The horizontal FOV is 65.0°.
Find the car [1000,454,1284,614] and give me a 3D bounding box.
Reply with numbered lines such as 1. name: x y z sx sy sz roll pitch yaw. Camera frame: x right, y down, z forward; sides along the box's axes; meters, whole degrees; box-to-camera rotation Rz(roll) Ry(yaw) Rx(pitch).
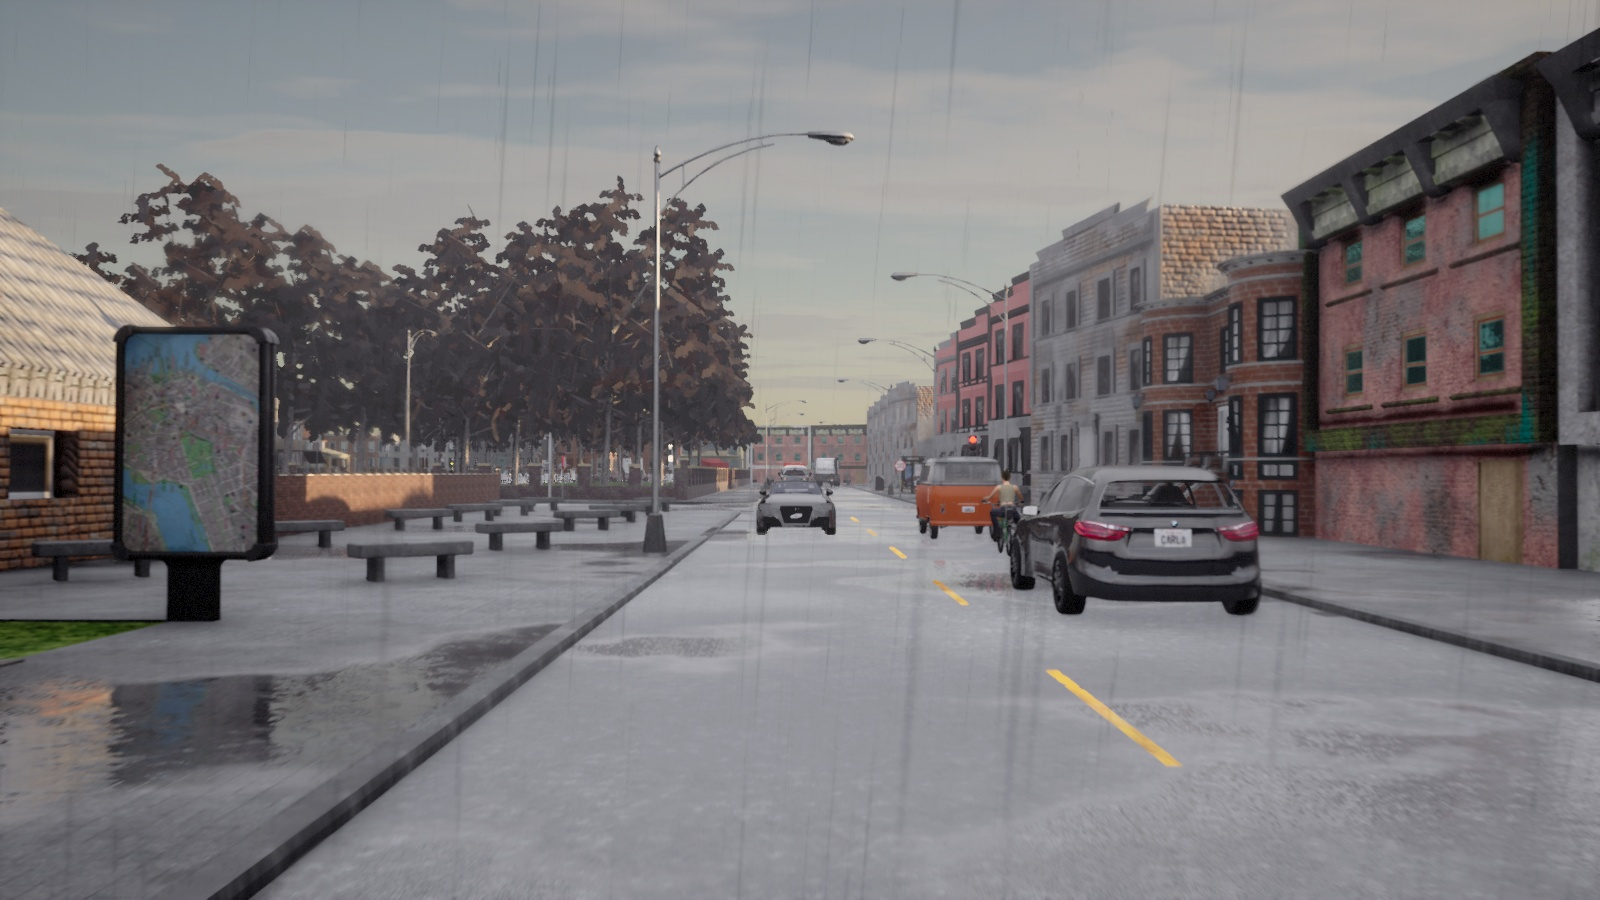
1. car: 3.959 0.924 15.501 2.242 1.667 4.611 0 -1 0

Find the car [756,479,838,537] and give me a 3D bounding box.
1. car: -0.087 1.470 32.743 1.994 1.385 4.181 0 -1 0

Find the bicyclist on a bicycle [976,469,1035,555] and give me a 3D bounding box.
1. bicyclist on a bicycle: 3.942 1.172 24.184 0.866 1.612 1.509 0 -1 -1

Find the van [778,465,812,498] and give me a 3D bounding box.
1. van: -0.304 1.961 78.948 2.069 2.038 4.480 0 -1 0

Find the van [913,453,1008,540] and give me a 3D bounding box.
1. van: 3.917 1.117 31.333 1.775 1.987 4.442 0 -1 0
